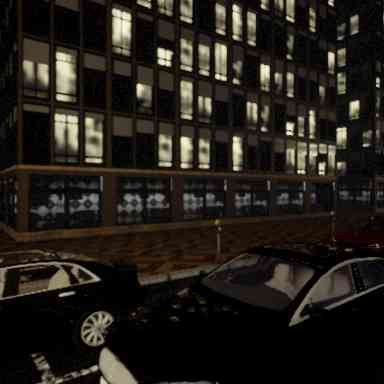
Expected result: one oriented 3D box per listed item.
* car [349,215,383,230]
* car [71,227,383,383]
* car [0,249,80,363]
[{"bbox_3d":[6.485,1.467,11.173,4.507,1.381,1.887,0,1,-35],"label":"car"},{"bbox_3d":[1.294,1.471,4.255,4.902,1.511,2.128,0,0,-35],"label":"car"},{"bbox_3d":[-2.787,1.549,4.568,4.403,1.369,2.008,0,1,-35],"label":"car"}]
